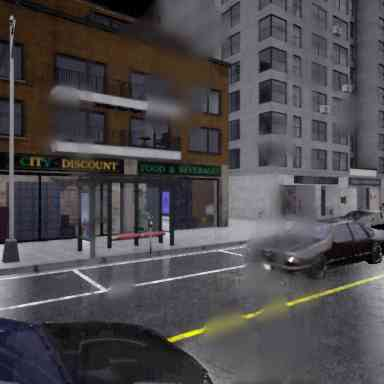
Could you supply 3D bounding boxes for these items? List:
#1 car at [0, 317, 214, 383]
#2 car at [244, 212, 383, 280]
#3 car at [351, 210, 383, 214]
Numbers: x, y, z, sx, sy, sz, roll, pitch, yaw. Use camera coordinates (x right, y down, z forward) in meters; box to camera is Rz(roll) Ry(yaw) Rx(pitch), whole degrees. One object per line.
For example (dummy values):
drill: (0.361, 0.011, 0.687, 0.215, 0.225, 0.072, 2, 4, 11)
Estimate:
car: (-1.742, 1.564, 2.069, 4.181, 1.385, 1.994, 0, 0, -35)
car: (4.089, 1.547, 10.155, 5.357, 1.411, 2.033, 0, 0, -35)
car: (8.602, 1.566, 16.530, 4.313, 1.339, 1.947, 0, 0, -36)
